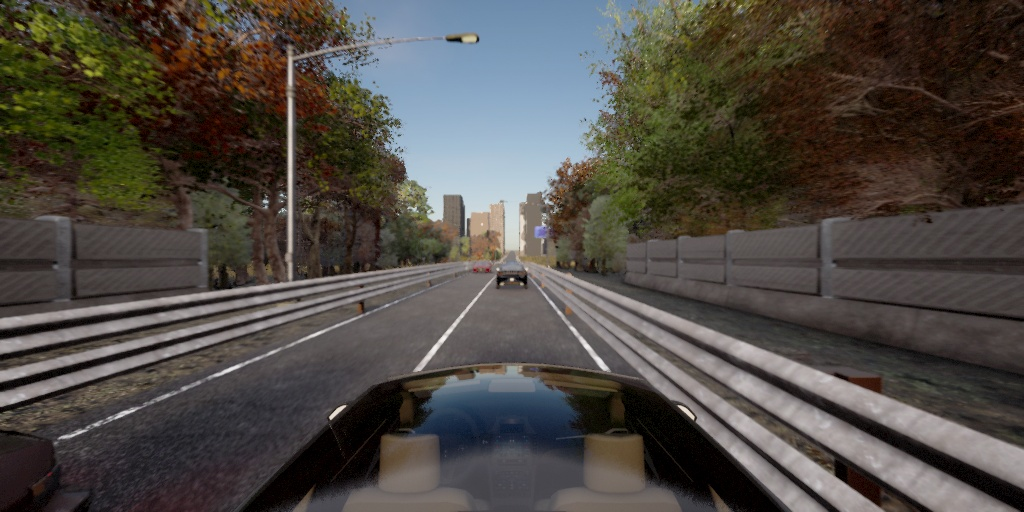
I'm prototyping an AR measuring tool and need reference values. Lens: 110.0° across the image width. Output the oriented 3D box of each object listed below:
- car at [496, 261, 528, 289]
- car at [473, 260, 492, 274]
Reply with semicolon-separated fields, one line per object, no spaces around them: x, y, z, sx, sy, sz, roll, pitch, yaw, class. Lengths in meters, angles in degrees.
0.013;1.158;22.588;1.882;1.535;5.008;0;0;0;car
-3.323;1.240;41.099;1.882;1.535;5.008;0;0;0;car
